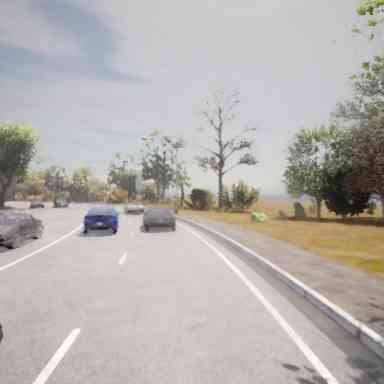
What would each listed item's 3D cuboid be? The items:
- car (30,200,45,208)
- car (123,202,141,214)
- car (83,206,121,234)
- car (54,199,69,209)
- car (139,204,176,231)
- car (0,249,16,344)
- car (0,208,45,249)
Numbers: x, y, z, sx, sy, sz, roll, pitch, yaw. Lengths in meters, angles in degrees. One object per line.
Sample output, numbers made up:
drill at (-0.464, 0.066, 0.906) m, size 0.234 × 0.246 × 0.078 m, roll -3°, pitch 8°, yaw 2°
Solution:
car at (-24.860, 1.974, 53.480) m, size 1.895 × 1.301 × 4.718 m, roll 0°, pitch 0°, yaw -28°
car at (-6.997, 1.871, 39.673) m, size 1.895 × 1.301 × 4.718 m, roll 0°, pitch 0°, yaw -19°
car at (-5.535, 1.623, 20.698) m, size 1.882 × 1.535 × 5.008 m, roll 0°, pitch 0°, yaw -10°
car at (-21.443, 1.872, 54.471) m, size 2.128 × 1.511 × 4.902 m, roll 0°, pitch 0°, yaw -28°
car at (-2.256, 1.711, 22.113) m, size 1.994 × 1.385 × 4.181 m, roll 0°, pitch 0°, yaw -11°
car at (-3.595, 1.596, 2.975) m, size 1.994 × 1.385 × 4.181 m, roll 0°, pitch 0°, yaw -2°
car at (-8.298, 1.666, 15.098) m, size 2.033 × 1.411 × 5.357 m, roll 0°, pitch 0°, yaw -8°
